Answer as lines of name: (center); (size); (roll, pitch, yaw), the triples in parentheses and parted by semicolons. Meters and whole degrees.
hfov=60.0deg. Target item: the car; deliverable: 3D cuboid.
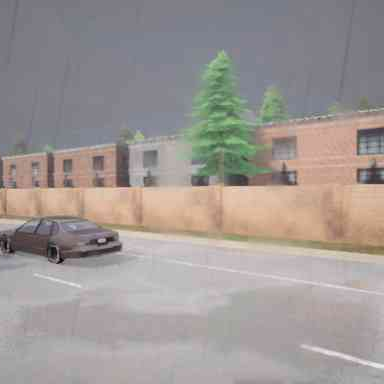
car: (-4.843, 1.547, 11.741); (5.357, 1.411, 2.033); (0, 0, 35)
